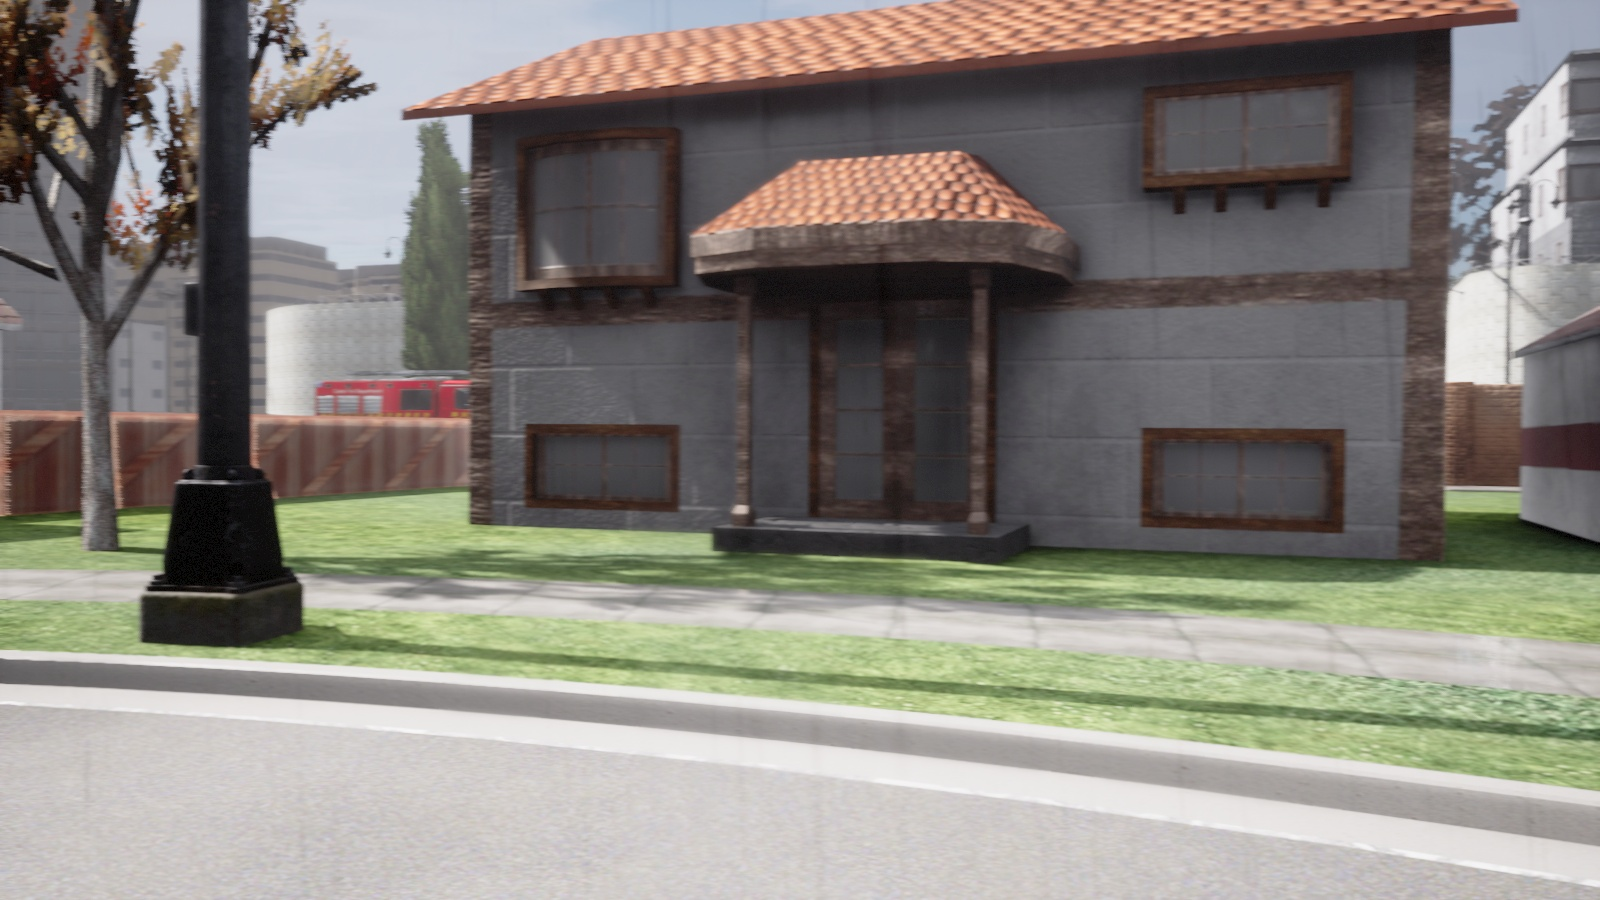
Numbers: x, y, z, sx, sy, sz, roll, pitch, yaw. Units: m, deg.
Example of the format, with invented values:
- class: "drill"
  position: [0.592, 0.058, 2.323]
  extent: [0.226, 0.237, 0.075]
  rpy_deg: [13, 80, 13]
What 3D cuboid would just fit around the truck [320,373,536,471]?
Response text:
- class: "truck"
  position: [-15.442, -1.101, 52.094]
  extent: [8.468, 3.827, 2.891]
  rpy_deg: [0, 1, 20]
